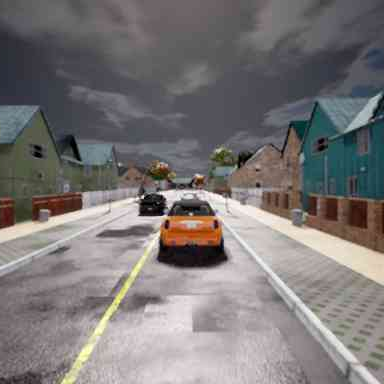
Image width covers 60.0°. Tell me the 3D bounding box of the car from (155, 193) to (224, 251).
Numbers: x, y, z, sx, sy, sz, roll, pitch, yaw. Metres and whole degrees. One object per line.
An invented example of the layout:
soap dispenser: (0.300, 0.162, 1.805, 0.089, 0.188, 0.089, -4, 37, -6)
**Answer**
car: (-0.027, 1.051, 12.661, 2.097, 1.767, 4.553, 0, 1, 0)

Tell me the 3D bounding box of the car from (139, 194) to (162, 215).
car: (-2.983, 0.875, 26.133, 1.882, 1.535, 5.008, 0, 1, -1)

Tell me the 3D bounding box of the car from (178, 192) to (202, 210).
car: (-0.189, 0.817, 31.833, 2.033, 1.411, 5.357, 0, 1, 0)
